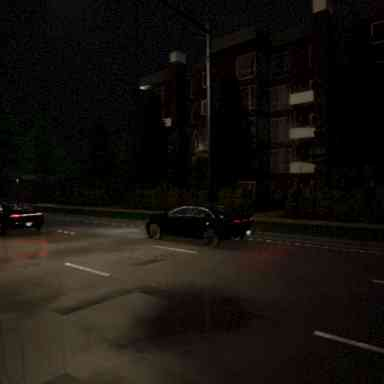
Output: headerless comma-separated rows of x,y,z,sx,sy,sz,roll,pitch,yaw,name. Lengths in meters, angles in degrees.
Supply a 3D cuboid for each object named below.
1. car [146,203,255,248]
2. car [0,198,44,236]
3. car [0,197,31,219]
0.175,1.222,13.444,4.902,1.511,2.128,0,1,40,car
-9.404,1.264,16.993,4.902,1.511,2.128,0,1,40,car
-15.026,1.205,26.360,5.357,1.411,2.033,0,1,40,car
